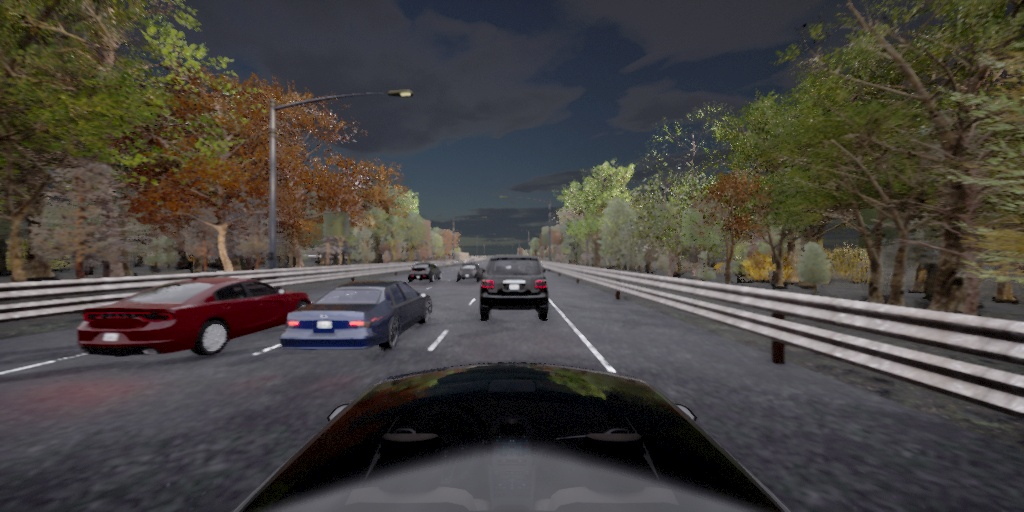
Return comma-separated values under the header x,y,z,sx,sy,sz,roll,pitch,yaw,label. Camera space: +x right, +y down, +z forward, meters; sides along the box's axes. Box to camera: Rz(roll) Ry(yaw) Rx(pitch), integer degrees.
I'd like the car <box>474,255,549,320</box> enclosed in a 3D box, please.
x,y,z,sx,sy,sz,roll,pitch,yaw,label
0.067,1.000,12.988,2.150,2.045,5.566,0,0,0,car

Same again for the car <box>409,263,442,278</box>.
x,y,z,sx,sy,sz,roll,pitch,yaw,label
-6.986,1.326,29.121,1.837,1.490,4.892,0,0,0,car

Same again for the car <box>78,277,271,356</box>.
x,y,z,sx,sy,sz,roll,pitch,yaw,label
-6.947,1.247,8.696,1.882,1.535,5.008,0,0,0,car

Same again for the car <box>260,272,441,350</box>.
x,y,z,sx,sy,sz,roll,pitch,yaw,label
-3.444,1.318,9.115,2.033,1.411,5.357,0,0,0,car

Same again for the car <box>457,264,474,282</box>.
x,y,z,sx,sy,sz,roll,pitch,yaw,label
-3.487,1.349,30.138,1.812,1.442,4.674,0,0,0,car
